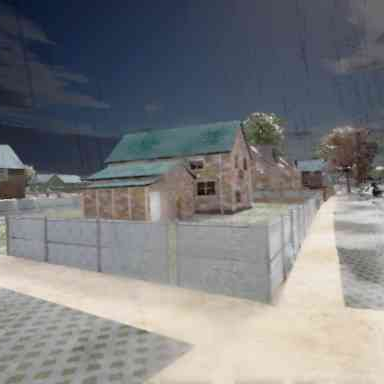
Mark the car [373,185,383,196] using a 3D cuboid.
[{"bbox_3d":[27.090,-0.282,47.820,2.033,1.411,5.357,-3,1,25],"label":"car"}]
